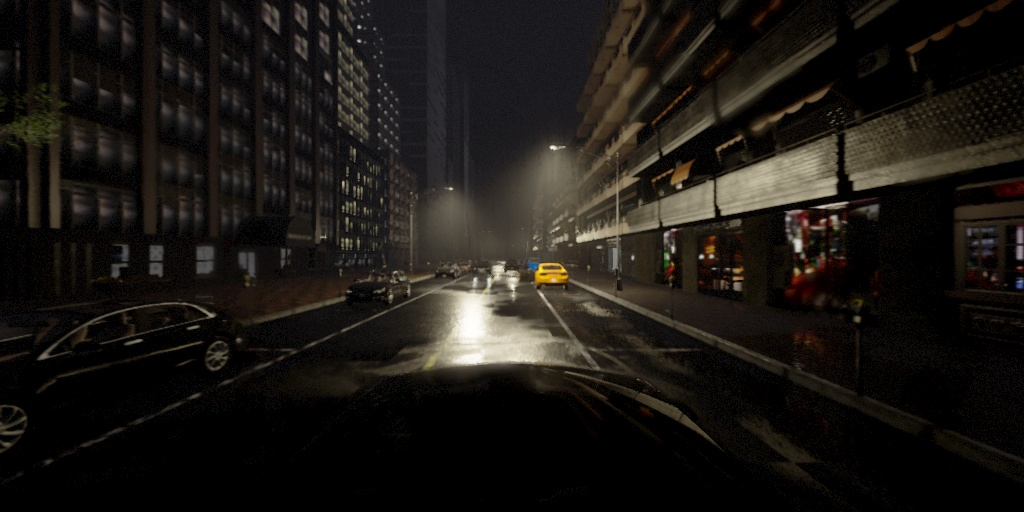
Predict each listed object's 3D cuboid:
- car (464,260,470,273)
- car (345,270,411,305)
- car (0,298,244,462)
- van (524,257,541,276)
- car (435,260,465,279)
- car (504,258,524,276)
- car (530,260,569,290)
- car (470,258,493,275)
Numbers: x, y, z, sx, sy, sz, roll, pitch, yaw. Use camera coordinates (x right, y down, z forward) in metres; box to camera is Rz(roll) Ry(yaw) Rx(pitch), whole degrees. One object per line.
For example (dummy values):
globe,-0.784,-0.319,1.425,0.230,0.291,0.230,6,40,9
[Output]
car,-5.689,1.169,43.362,1.967,1.591,4.097,0,0,0
car,-5.691,1.290,15.748,2.007,1.370,4.403,0,0,0
car,-5.692,1.298,4.703,2.007,1.370,4.403,0,0,0
van,2.693,1.070,43.361,1.690,1.789,3.998,0,0,0
car,-5.690,1.297,32.316,1.948,1.339,4.313,0,0,0
car,0.035,1.221,43.374,2.128,1.511,4.902,0,0,1
car,2.362,1.213,22.645,1.882,1.535,5.008,0,0,0
car,-3.087,1.255,38.573,1.812,1.442,4.674,0,0,0
